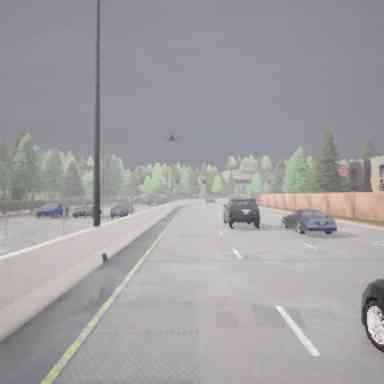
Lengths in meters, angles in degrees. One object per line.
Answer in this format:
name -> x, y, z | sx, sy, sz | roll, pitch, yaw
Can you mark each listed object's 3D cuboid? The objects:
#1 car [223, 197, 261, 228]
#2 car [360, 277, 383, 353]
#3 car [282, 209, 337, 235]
car -> 3.595, 1.492, 24.698 | 2.150, 2.045, 5.566 | 0, -1, 0
car -> 3.573, 1.545, 3.359 | 1.837, 1.490, 4.892 | 0, 0, 1
car -> 7.084, 1.773, 20.592 | 2.033, 1.411, 5.357 | 0, -1, 0
